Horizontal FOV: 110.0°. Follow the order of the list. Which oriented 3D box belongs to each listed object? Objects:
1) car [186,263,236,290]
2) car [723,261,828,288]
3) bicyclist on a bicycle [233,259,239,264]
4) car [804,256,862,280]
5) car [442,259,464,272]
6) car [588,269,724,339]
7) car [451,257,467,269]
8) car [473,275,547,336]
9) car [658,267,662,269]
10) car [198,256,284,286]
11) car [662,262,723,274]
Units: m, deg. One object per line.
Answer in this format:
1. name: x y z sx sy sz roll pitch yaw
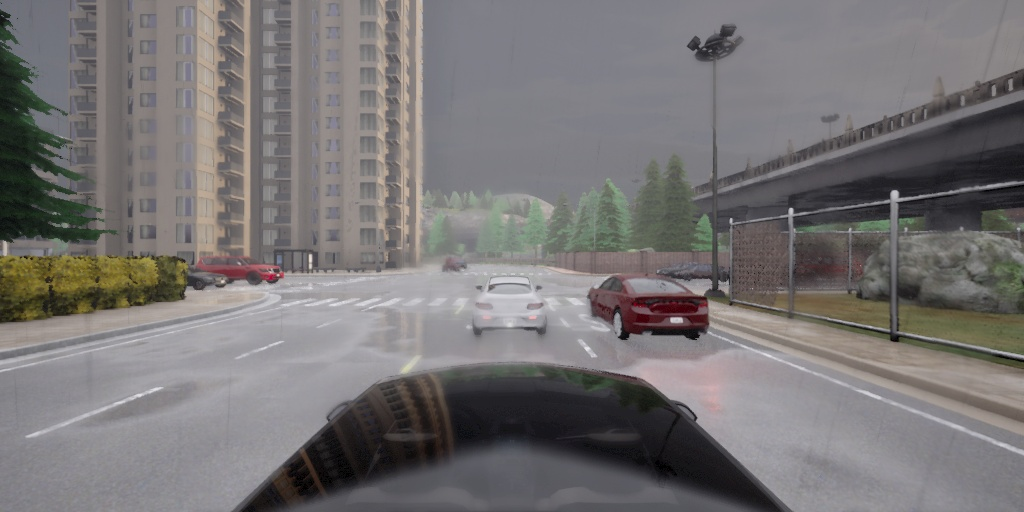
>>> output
1. car: -20.440 1.345 22.420 4.674 1.442 1.812 0 0 -1
2. car: 16.766 1.293 23.003 5.008 1.535 1.882 0 0 0
3. bicyclist on a bicycle: -29.096 1.129 37.787 0.582 1.620 1.656 0 0 -1
4. car: 26.098 1.041 30.196 5.566 2.045 2.150 0 0 -1
5. car: -7.765 1.376 46.097 1.895 1.301 4.718 0 0 -1
6. car: 3.472 1.232 10.067 1.882 1.535 5.008 0 -1 0
7. car: -8.095 1.329 56.717 2.033 1.411 5.357 0 0 -4
8. car: -0.072 1.280 10.301 1.812 1.442 4.674 0 0 -1
9. car: 16.096 1.313 33.572 4.902 1.511 2.128 0 0 -1
10. car: -19.697 1.042 25.921 5.566 2.045 2.150 0 0 -1
11. car: 15.927 1.367 30.069 5.357 1.411 2.033 0 0 -1
